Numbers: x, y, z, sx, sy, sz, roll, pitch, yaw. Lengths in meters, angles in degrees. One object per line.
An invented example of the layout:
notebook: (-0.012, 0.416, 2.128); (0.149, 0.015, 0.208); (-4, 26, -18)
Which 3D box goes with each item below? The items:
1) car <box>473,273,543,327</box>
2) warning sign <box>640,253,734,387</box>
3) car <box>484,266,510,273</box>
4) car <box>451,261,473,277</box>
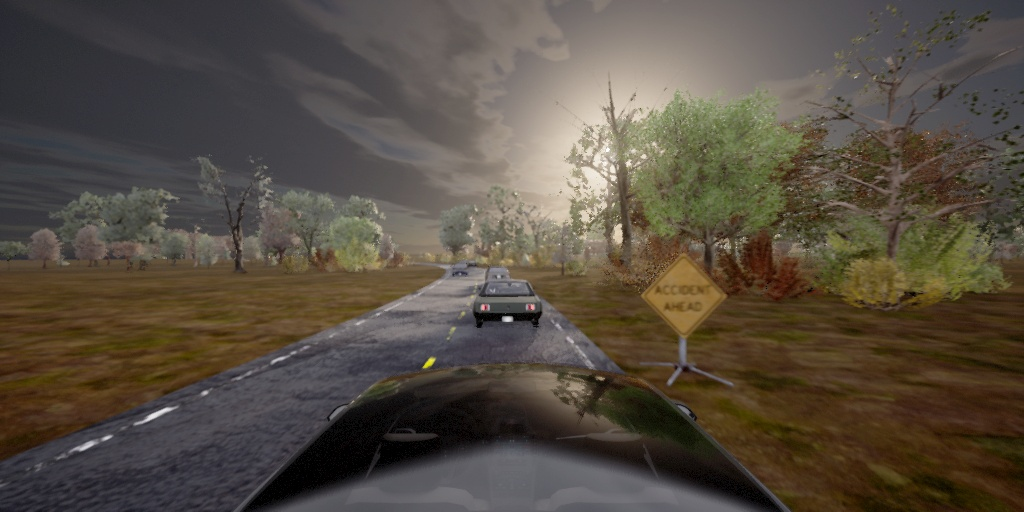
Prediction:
car: (-0.177, 1.411, 11.776); (1.895, 1.301, 4.718); (0, 0, -2)
warning sign: (2.618, 0.886, 5.501); (1.300, 1.860, 1.060); (0, 0, -1)
car: (-1.108, 1.450, 26.878); (2.033, 1.411, 5.357); (0, 0, -5)
car: (-5.713, 1.533, 39.733); (2.033, 1.411, 5.357); (0, 0, -7)
